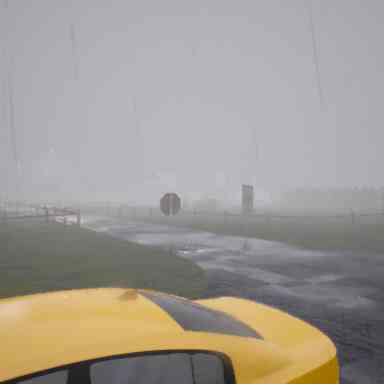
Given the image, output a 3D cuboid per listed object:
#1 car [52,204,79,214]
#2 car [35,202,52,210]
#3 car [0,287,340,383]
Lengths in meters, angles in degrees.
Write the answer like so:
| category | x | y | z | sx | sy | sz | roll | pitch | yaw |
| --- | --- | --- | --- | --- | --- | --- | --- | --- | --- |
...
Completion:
| category | x | y | z | sx | sy | sz | roll | pitch | yaw |
| --- | --- | --- | --- | --- | --- | --- | --- | --- | --- |
| car | -17.061 | 2.230 | 45.210 | 1.895 | 1.301 | 4.718 | 2 | -2 | -36 |
| car | -24.855 | 2.368 | 55.571 | 1.895 | 1.301 | 4.718 | 2 | -2 | -37 |
| car | -1.183 | 1.510 | 2.071 | 5.008 | 1.535 | 1.882 | 1 | -1 | -32 |
